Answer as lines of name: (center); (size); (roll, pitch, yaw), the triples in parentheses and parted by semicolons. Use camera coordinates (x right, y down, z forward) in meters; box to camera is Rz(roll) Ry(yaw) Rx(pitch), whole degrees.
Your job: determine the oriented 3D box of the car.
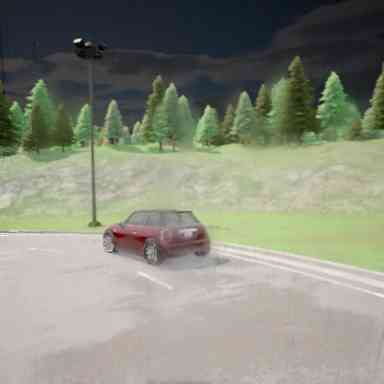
car: (-1.433, 1.376, 11.947); (2.097, 1.767, 4.553); (-2, 0, -39)
